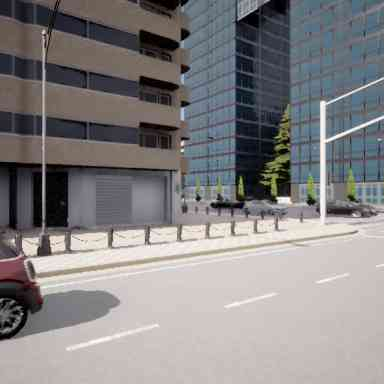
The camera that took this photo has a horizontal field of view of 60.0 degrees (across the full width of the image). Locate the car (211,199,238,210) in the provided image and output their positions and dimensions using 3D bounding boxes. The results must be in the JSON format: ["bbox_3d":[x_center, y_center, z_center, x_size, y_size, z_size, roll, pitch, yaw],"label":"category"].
[{"bbox_3d":[4.392,1.545,40.540,1.895,1.301,4.718,0,0,-35],"label":"car"}]

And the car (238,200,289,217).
[{"bbox_3d":[6.803,1.470,31.134,1.812,1.442,4.674,0,0,-36],"label":"car"}]

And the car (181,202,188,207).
[{"bbox_3d":[-2.545,1.545,44.330,1.895,1.301,4.718,0,0,-35],"label":"car"}]

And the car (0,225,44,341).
[{"bbox_3d":[-4.753,1.352,4.885,4.553,1.767,2.097,0,0,-35],"label":"car"}]

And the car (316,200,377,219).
[{"bbox_3d":[13.131,1.436,28.583,2.128,1.511,4.902,0,0,-38],"label":"car"}]
